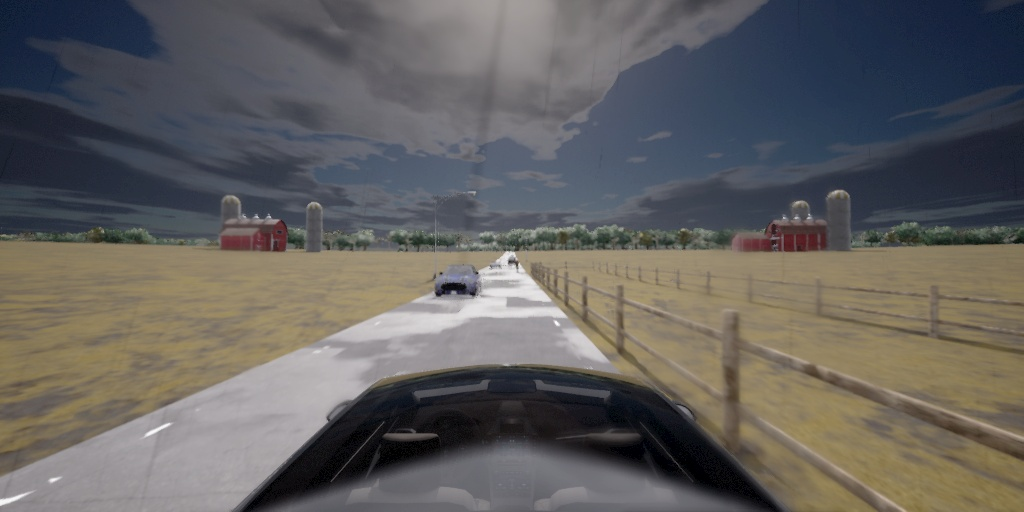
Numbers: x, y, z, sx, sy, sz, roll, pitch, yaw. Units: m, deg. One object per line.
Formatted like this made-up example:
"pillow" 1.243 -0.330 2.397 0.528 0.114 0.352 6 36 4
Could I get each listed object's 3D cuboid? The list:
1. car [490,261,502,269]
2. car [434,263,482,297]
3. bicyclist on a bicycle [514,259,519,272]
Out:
"car" -2.759 1.427 61.028 1.895 1.301 4.718 0 0 1
"car" -2.843 1.217 19.740 2.097 1.767 4.553 0 0 0
"bicyclist on a bicycle" 0.765 1.349 50.031 0.582 1.620 1.656 0 0 0
